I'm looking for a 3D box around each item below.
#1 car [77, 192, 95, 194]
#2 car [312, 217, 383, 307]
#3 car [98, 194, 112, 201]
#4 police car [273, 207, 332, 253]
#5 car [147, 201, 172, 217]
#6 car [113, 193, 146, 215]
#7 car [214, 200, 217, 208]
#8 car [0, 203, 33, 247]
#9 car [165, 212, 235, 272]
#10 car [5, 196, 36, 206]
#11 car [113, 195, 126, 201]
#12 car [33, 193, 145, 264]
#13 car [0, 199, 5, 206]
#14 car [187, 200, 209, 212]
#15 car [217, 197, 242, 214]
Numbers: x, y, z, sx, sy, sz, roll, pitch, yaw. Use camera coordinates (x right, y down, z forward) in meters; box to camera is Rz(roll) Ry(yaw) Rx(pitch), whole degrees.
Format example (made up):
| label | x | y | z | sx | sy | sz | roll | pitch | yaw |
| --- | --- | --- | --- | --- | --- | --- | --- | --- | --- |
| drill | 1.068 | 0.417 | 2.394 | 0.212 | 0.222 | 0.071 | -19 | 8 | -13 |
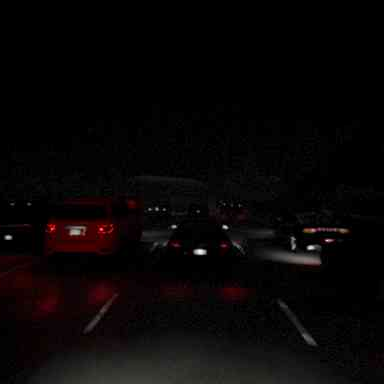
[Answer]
| label | x | y | z | sx | sy | sz | roll | pitch | yaw |
| --- | --- | --- | --- | --- | --- | --- | --- | --- | --- |
| car | -23.296 | 0.986 | 75.017 | 2.150 | 2.045 | 5.566 | 0 | 0 | 1 |
| car | 4.653 | 1.568 | 7.916 | 1.812 | 1.442 | 4.674 | 0 | 0 | 1 |
| car | -19.783 | 1.190 | 75.817 | 1.882 | 1.535 | 5.008 | 0 | 0 | 1 |
| police car | 4.754 | 1.465 | 14.032 | 1.930 | 1.638 | 5.238 | 0 | 0 | 1 |
| car | -2.923 | 1.518 | 30.691 | 2.033 | 1.411 | 5.357 | 0 | 0 | 1 |
| car | -6.348 | 1.166 | 34.475 | 2.150 | 2.045 | 5.566 | 0 | 0 | 1 |
| car | 4.261 | 1.508 | 47.129 | 1.837 | 1.490 | 4.892 | 0 | 1 | 1 |
| car | -6.688 | 1.454 | 14.654 | 2.128 | 1.511 | 4.902 | 0 | 0 | 1 |
| car | 0.251 | 1.576 | 10.898 | 1.994 | 1.385 | 4.181 | 0 | 0 | 1 |
| car | -17.048 | 1.224 | 34.947 | 2.097 | 1.767 | 4.553 | 0 | 0 | 1 |
| car | -16.292 | 1.360 | 75.349 | 1.994 | 1.385 | 4.181 | 0 | 0 | 1 |
| car | -3.241 | 1.211 | 11.986 | 2.150 | 2.045 | 5.566 | 0 | 0 | 1 |
| car | -20.544 | 1.412 | 35.267 | 1.994 | 1.385 | 4.181 | 0 | 0 | 1 |
| car | 0.572 | 1.472 | 30.364 | 1.882 | 1.535 | 5.008 | 0 | 0 | 1 |
| car | 4.113 | 1.364 | 35.865 | 2.097 | 1.767 | 4.553 | 0 | 0 | 1 |
